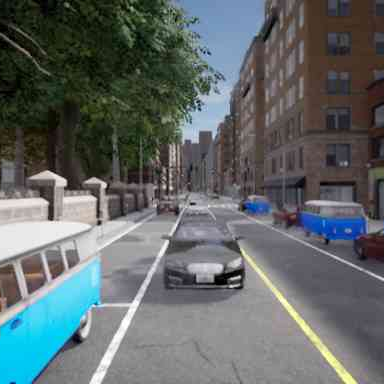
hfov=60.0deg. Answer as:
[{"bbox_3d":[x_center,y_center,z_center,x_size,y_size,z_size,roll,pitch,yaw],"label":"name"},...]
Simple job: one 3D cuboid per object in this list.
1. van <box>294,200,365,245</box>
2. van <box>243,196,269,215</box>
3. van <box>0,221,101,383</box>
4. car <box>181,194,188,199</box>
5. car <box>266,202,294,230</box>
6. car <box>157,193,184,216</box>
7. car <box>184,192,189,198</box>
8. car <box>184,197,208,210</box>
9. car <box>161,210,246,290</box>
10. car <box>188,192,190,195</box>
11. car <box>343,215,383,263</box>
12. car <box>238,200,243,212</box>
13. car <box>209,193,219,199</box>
[{"bbox_3d":[6.246,1.309,15.134,1.690,1.788,3.998,0,0,0],"label":"van"},{"bbox_3d":[6.285,1.266,32.115,1.690,1.788,3.998,0,0,0],"label":"van"},{"bbox_3d":[-2.305,1.333,3.805,1.690,1.788,3.998,0,0,0],"label":"van"},{"bbox_3d":[-2.104,1.285,92.136,1.887,1.381,4.507,0,0,0],"label":"car"},{"bbox_3d":[6.259,1.500,20.795,1.887,1.381,4.507,0,0,0],"label":"car"},{"bbox_3d":[-2.240,1.240,32.094,2.192,1.841,5.009,0,0,0],"label":"car"},{"bbox_3d":[-2.141,1.311,75.613,1.752,1.417,4.829,0,0,0],"label":"car"},{"bbox_3d":[0.425,1.458,29.770,1.812,1.442,4.674,0,1,0],"label":"car"},{"bbox_3d":[0.280,1.472,9.165,2.128,1.511,4.902,0,0,0],"label":"car"},{"bbox_3d":[-2.128,1.320,81.234,2.008,1.369,4.403,0,0,0],"label":"car"},{"bbox_3d":[6.233,1.563,9.474,1.802,1.307,4.206,0,0,0],"label":"car"},{"bbox_3d":[6.298,1.474,37.776,1.947,1.339,4.313,0,0,0],"label":"car"},{"bbox_3d":[6.421,1.180,92.152,1.967,1.590,4.097,0,0,0],"label":"car"}]
